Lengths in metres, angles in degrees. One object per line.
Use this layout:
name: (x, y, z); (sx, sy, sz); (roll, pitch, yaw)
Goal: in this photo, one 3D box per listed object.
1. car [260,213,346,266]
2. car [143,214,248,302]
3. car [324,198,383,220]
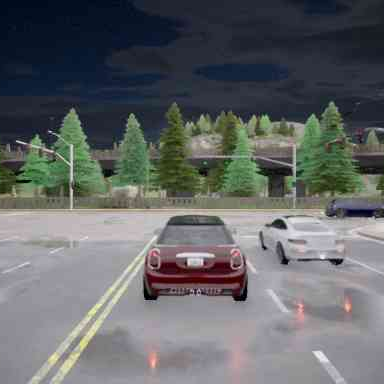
car: (3.603, 1.530, 11.465); (1.812, 1.442, 4.674); (0, 0, 0)
car: (0.086, 1.355, 8.447); (2.097, 1.767, 4.553); (0, 0, 1)
car: (13.436, 1.308, 27.321); (4.553, 1.767, 2.097); (0, 0, 1)
